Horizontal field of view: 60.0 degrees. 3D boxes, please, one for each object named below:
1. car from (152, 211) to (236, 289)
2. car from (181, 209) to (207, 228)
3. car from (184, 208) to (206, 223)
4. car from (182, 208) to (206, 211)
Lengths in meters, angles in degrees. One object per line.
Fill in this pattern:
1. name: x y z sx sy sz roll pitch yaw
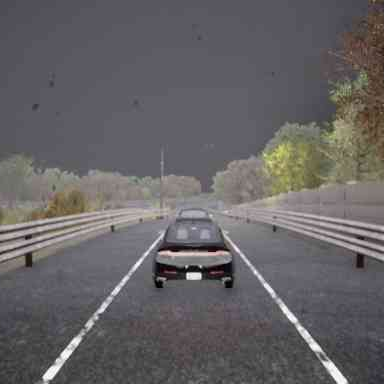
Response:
1. car: 0.048 1.500 9.115 2.128 1.511 4.902 0 0 0
2. car: 0.182 2.055 26.607 1.895 1.301 4.718 0 -2 1
3. car: 0.404 2.352 33.833 2.033 1.411 5.357 0 -3 2
4. car: 0.088 1.645 18.130 1.882 1.535 5.008 0 -1 0
